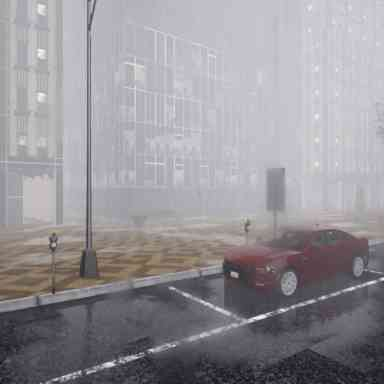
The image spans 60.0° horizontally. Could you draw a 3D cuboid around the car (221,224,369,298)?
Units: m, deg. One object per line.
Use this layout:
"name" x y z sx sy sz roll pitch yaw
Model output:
"car" 2.752 1.545 8.502 4.507 1.381 1.887 0 0 -35
